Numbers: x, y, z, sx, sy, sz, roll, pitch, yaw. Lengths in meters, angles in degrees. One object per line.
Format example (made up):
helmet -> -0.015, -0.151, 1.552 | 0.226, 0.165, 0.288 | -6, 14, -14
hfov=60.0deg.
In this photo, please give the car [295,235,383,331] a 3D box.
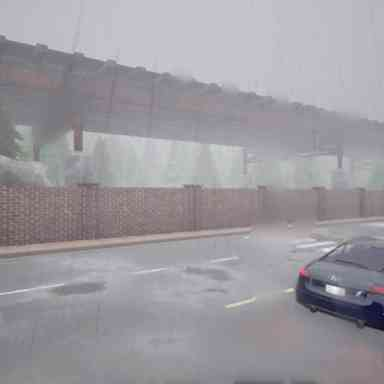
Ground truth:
car -> 3.966, 1.575, 6.591 | 4.181, 1.385, 1.994 | 0, 0, -36
